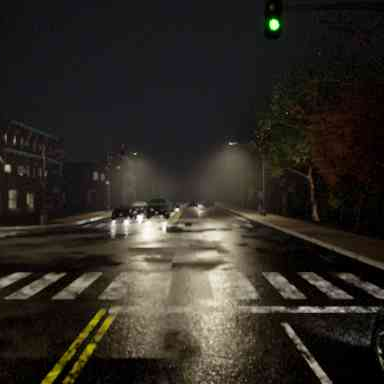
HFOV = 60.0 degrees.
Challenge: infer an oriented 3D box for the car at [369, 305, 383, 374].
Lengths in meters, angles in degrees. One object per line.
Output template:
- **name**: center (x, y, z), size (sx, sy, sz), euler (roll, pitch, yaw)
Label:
- **car**: center (3.347, 1.600, 2.740), size (1.994, 1.385, 4.181), euler (0, -1, 0)

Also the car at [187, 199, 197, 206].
- **car**: center (-0.005, 2.432, 74.951), size (2.128, 1.511, 4.902), euler (0, -1, 0)

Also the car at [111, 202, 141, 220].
- **car**: center (-6.601, 1.966, 32.907), size (1.994, 1.385, 4.181), euler (0, -1, 0)

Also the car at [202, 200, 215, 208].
- **car**: center (3.347, 2.262, 63.542), size (2.128, 1.511, 4.902), euler (0, -1, 0)

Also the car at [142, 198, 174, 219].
- **car**: center (-3.353, 1.638, 34.107), size (2.150, 2.045, 5.566), euler (0, -1, 0)

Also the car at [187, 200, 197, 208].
- **car**: center (0.096, 2.312, 64.870), size (1.812, 1.442, 4.674), euler (0, -1, 0)

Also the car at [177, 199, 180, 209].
- **car**: center (-3.297, 2.080, 60.038), size (2.097, 1.767, 4.553), euler (0, -1, 0)

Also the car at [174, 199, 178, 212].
- **car**: center (-3.351, 2.101, 45.492), size (2.033, 1.411, 5.357), euler (0, -1, 0)

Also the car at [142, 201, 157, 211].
- **car**: center (-6.591, 2.157, 51.964), size (1.812, 1.442, 4.674), euler (0, -1, 1)

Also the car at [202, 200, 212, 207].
- **car**: center (3.243, 2.432, 73.726), size (2.033, 1.411, 5.357), euler (0, -1, 0)
